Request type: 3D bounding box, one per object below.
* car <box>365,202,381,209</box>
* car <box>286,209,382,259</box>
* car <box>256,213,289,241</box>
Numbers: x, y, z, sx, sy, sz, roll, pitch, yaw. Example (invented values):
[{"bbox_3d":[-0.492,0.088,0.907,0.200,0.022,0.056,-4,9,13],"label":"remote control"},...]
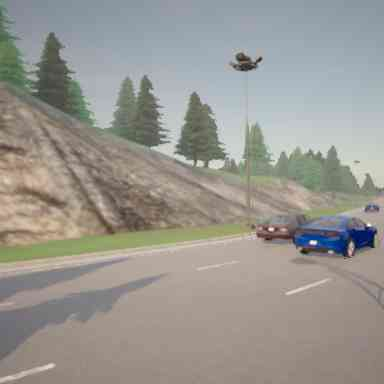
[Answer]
[{"bbox_3d":[26.916,2.182,49.511,1.812,1.442,4.674,-2,-2,32],"label":"car"},{"bbox_3d":[6.116,1.686,13.775,1.882,1.535,5.008,-1,-1,44],"label":"car"},{"bbox_3d":[5.457,1.851,17.817,2.033,1.411,5.357,-2,-2,41],"label":"car"}]
